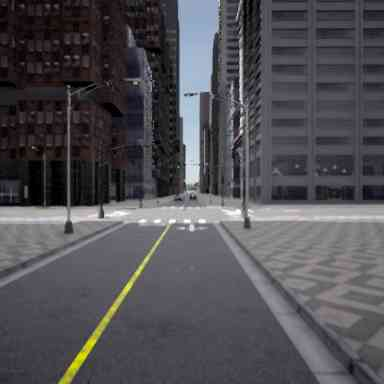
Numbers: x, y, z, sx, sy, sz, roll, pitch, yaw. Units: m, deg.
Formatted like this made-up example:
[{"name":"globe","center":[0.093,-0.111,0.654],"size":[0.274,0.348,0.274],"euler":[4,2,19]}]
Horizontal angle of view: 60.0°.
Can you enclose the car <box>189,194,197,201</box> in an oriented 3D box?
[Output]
[{"name":"car","center":[0.248,1.400,83.203],"size":[1.882,1.535,5.008],"euler":[0,0,0]}]

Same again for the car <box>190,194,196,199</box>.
[{"name":"car","center":[0.299,1.263,93.630],"size":[1.837,1.490,4.892],"euler":[0,0,0]}]

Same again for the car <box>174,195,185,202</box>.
[{"name":"car","center":[-2.815,1.531,70.435],"size":[1.895,1.301,4.718],"euler":[0,0,0]}]

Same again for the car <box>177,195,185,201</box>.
[{"name":"car","center":[-2.738,1.472,86.063],"size":[1.994,1.385,4.181],"euler":[0,0,0]}]
